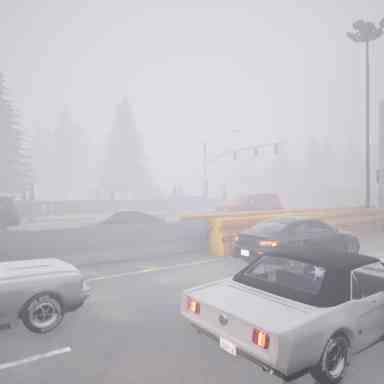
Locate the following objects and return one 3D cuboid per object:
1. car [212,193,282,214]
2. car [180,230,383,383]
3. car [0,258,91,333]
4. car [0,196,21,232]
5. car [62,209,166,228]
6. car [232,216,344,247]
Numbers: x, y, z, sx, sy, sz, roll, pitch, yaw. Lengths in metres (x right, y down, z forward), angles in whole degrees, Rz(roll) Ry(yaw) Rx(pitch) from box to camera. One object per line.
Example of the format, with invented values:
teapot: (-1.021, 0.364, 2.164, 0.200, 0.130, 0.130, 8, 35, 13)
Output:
car: (4.079, 1.107, 23.930, 5.566, 2.045, 2.150, 0, 0, -35)
car: (2.253, 1.576, 5.335, 4.718, 1.301, 1.895, -1, 0, -35)
car: (-4.100, 1.601, 5.121, 4.718, 1.301, 1.895, 0, 0, -35)
car: (-11.859, 1.223, 17.024, 5.566, 2.045, 2.150, 0, 0, -35)
car: (-3.271, 1.495, 14.516, 4.674, 1.442, 1.812, -1, 0, -35)
car: (3.321, 1.473, 10.375, 4.674, 1.442, 1.812, -1, 0, -35)
